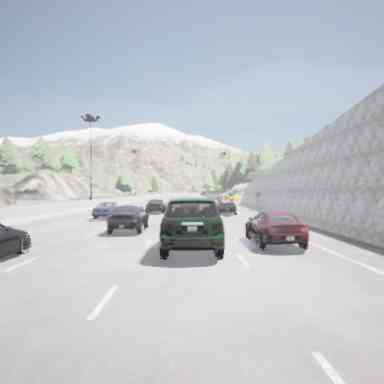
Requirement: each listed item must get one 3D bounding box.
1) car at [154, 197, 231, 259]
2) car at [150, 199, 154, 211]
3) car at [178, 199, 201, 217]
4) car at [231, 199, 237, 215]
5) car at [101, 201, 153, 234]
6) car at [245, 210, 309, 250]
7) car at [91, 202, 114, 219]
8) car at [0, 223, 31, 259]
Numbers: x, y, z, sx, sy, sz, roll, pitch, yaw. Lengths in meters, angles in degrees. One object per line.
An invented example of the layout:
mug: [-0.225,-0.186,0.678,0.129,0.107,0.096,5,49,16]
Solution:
car: [-0.017,1.202,12.733,2.150,2.045,5.566,0,0,-1]
car: [-3.741,1.474,35.411,1.837,1.490,4.892,0,1,-1]
car: [-0.211,1.500,32.309,2.033,1.411,5.357,0,0,-1]
car: [3.281,1.425,33.162,2.128,1.511,4.902,0,0,-1]
car: [-3.581,1.495,19.226,1.837,1.490,4.892,0,0,-1]
car: [3.463,1.486,14.096,1.812,1.442,4.674,0,0,-1]
car: [-7.176,1.542,28.844,2.033,1.411,5.357,0,0,-1]
car: [-6.996,1.585,10.761,1.994,1.385,4.181,0,0,-1]
